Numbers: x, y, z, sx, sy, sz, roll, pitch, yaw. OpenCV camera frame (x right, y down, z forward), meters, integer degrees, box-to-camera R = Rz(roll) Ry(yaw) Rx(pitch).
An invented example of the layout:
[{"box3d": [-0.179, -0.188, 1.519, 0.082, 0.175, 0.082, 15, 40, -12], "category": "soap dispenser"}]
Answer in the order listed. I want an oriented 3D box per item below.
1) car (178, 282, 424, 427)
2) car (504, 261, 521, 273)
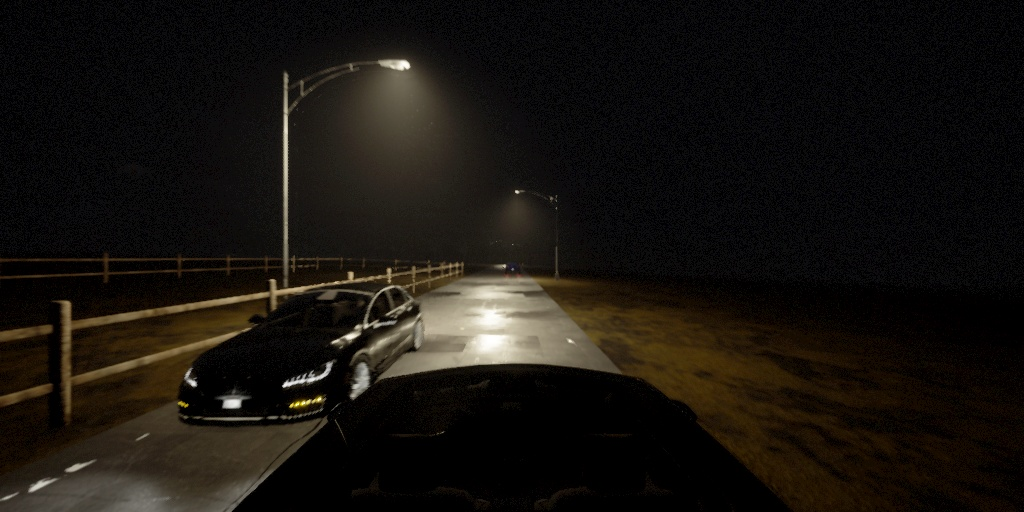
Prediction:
[{"box3d": [-2.848, 1.253, 6.078, 1.837, 1.490, 4.892, 0, 0, 0], "category": "car"}, {"box3d": [0.101, 1.402, 44.768, 1.812, 1.442, 4.674, 0, 0, 0], "category": "car"}]
